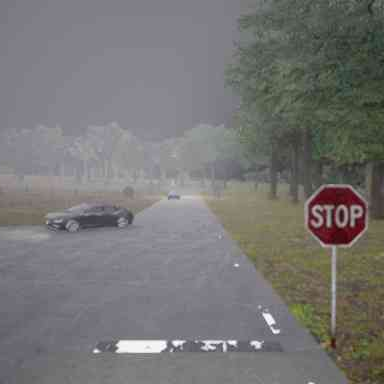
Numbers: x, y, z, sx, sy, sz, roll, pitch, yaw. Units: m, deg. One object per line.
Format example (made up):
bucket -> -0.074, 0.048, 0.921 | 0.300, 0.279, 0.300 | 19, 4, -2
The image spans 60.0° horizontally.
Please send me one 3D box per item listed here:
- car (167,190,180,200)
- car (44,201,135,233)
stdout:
car -> -2.870, 0.471, 52.527 | 1.882, 1.535, 5.008 | 0, 2, 0
car -> -5.483, 1.309, 18.290 | 4.892, 1.490, 1.837 | 1, 5, -44
